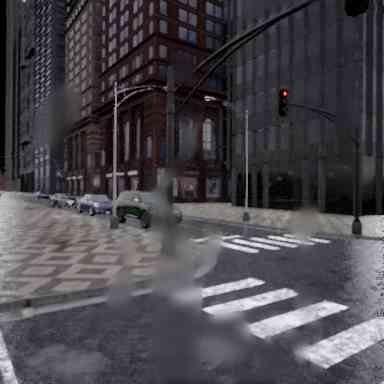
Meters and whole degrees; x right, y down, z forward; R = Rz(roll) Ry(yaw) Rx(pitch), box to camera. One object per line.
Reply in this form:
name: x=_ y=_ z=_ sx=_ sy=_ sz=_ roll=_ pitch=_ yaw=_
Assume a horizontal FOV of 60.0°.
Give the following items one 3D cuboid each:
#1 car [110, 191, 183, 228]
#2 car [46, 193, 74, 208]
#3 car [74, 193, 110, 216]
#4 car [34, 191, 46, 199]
car: x=-2.791 y=0.970 z=20.417 sx=2.150 sy=2.045 sz=5.566 roll=1 pitch=1 yaw=-36
car: x=-13.735 y=0.897 z=35.677 sx=2.128 sy=1.511 sz=4.902 roll=1 pitch=1 yaw=-36
car: x=-7.713 y=0.944 z=27.278 sx=2.097 sy=1.767 sz=4.553 roll=1 pitch=1 yaw=-35
car: x=-26.978 y=0.543 z=59.597 sx=1.994 sy=1.385 sz=4.181 roll=1 pitch=1 yaw=-36
